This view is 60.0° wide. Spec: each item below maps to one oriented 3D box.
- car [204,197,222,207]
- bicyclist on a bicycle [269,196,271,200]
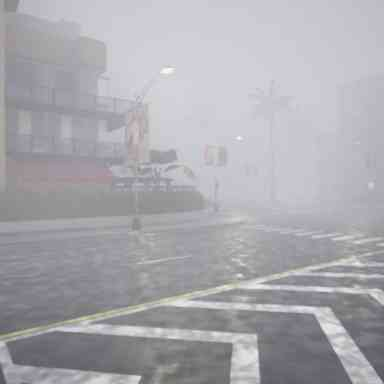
[{"bbox_3d":[2.340,1.381,47.126,1.812,1.442,4.674,0,0,-35],"label":"car"},{"bbox_3d":[13.528,1.083,56.381,1.656,1.620,0.582,-1,0,-35],"label":"bicyclist on a bicycle"}]
